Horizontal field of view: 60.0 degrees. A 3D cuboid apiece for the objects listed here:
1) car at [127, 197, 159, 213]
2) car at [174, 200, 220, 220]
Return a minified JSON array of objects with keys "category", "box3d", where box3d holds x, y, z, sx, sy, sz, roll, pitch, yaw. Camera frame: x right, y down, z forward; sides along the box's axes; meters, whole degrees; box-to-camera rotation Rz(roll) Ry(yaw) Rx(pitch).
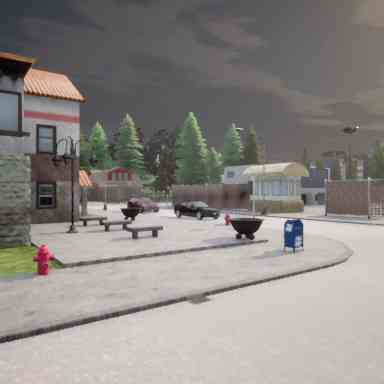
[{"category":"car","box3d":[-5.407,1.352,36.597,2.097,1.767,4.553,0,0,-35]},{"category":"car","box3d":[0.348,1.478,28.480,1.882,1.535,5.008,0,0,-35]}]
